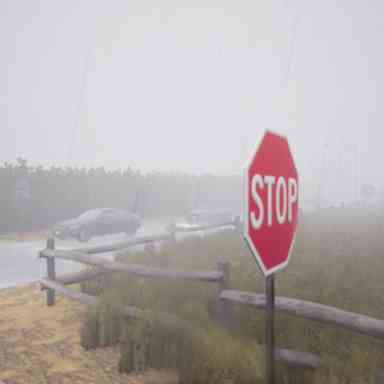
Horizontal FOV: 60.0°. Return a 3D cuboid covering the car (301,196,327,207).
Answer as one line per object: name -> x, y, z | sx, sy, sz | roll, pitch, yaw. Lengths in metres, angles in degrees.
car -> 16.839, 1.281, 46.112 | 2.128, 1.511, 4.902 | 0, 1, -6

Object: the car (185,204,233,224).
car -> 1.318, 1.564, 24.562 | 1.994, 1.385, 4.181 | 0, 0, 36

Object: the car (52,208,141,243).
car -> -4.538, 1.533, 16.490 | 1.812, 1.442, 4.674 | 0, 0, 36
